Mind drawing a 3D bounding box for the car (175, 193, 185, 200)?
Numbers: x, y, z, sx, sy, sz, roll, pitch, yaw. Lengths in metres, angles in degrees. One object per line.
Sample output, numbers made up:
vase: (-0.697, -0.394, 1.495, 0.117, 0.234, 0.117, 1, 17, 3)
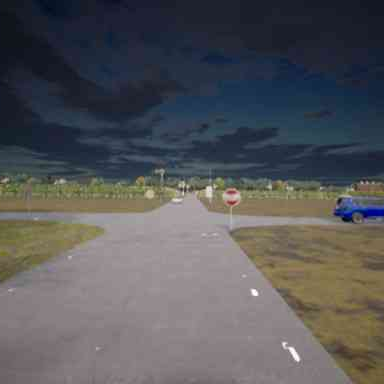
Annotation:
car: (-2.692, 1.104, 77.753, 2.128, 1.511, 4.902, 0, 0, 0)

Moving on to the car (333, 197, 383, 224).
car: (13.952, 1.414, 25.897, 5.566, 2.045, 2.150, 1, 0, 0)

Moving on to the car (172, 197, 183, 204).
car: (-2.729, 1.527, 62.369, 1.895, 1.301, 4.718, 0, 0, 1)
